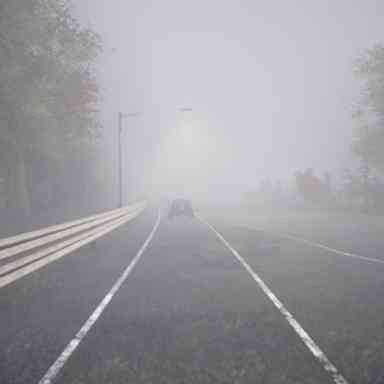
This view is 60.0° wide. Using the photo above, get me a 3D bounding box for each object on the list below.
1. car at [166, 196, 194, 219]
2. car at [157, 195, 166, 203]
[{"bbox_3d":[-1.060,1.351,29.732,2.097,1.767,4.553,0,0,-5],"label":"car"},{"bbox_3d":[-5.631,1.408,65.066,1.837,1.490,4.892,0,0,-11],"label":"car"}]
